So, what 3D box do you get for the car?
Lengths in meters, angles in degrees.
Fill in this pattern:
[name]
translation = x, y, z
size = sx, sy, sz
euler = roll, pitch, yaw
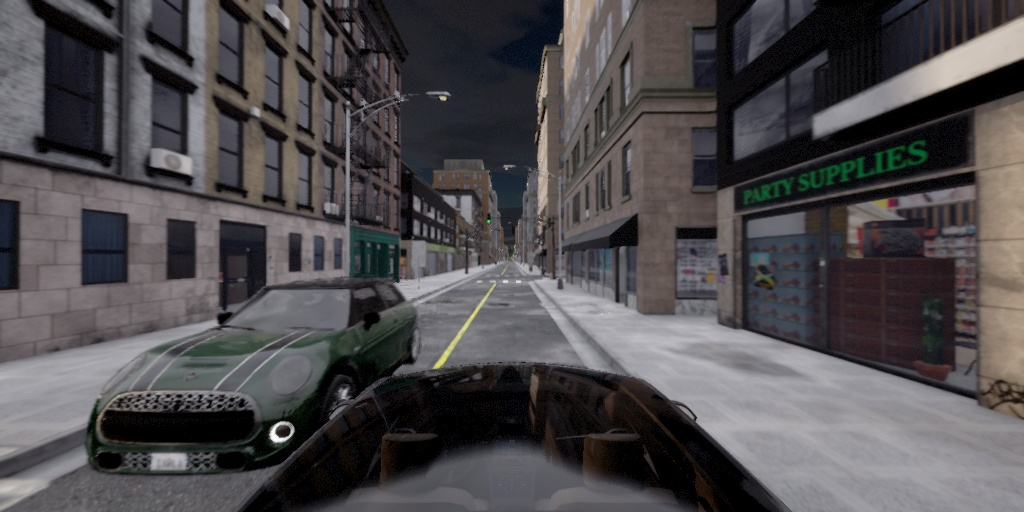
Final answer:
[car]
translation = -2.848, 1.139, 5.228
size = 2.097, 1.767, 4.553
euler = 0, -1, 0
